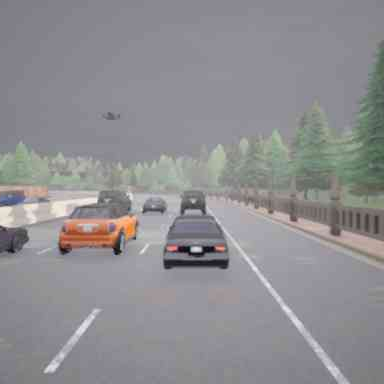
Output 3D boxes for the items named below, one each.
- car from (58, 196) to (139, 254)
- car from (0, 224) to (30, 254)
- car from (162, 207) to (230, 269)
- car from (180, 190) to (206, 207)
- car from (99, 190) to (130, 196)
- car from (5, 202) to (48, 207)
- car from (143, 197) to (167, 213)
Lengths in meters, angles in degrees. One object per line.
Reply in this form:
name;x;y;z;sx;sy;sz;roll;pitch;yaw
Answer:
car;-3.395;1.196;12.952;2.097;1.767;4.553;0;1;0
car;-6.895;1.430;9.797;2.033;1.411;5.357;0;1;0
car;0.104;1.419;10.625;2.033;1.411;5.357;0;1;0
car;0.107;0.864;29.810;2.150;2.045;5.566;0;1;0
car;-6.892;0.864;29.846;2.150;2.045;5.566;0;1;0
car;-14.089;1.174;29.430;1.812;1.442;4.674;0;1;0
car;-3.392;1.193;31.032;1.994;1.385;4.181;0;1;0
